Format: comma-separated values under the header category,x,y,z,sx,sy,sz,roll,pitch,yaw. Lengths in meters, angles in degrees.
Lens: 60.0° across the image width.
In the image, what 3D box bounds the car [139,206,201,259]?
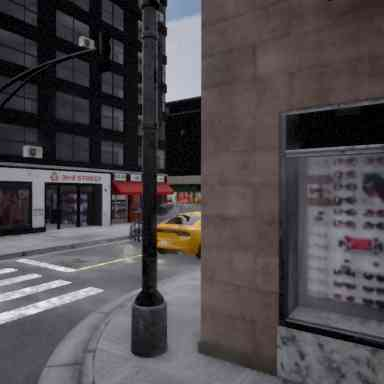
category,x,y,z,sx,sy,sz,roll,pitch,yaw
car,0.459,1.504,12.872,1.882,1.535,5.008,0,0,33

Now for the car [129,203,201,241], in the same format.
category,x,y,z,sx,sy,sz,roll,pitch,yaw
car,-0.896,1.374,15.994,2.097,1.767,4.553,0,0,33
